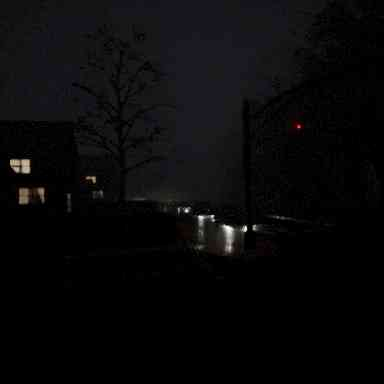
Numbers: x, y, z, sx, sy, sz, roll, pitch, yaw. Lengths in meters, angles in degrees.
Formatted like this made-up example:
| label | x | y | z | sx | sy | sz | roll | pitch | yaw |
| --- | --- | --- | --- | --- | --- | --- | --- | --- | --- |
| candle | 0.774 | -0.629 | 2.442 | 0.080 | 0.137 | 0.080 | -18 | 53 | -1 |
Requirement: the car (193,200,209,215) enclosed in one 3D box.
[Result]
| label | x | y | z | sx | sy | sz | roll | pitch | yaw |
| --- | --- | --- | --- | --- | --- | --- | --- | --- | --- |
| car | 1.345 | 1.752 | 38.216 | 1.837 | 1.490 | 4.892 | -2 | 1 | -11 |

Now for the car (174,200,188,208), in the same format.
| label | x | y | z | sx | sy | sz | roll | pitch | yaw |
| --- | --- | --- | --- | --- | --- | --- | --- | --- | --- |
| car | -1.880 | 1.933 | 56.304 | 1.895 | 1.301 | 4.718 | -2 | 0 | -10 |

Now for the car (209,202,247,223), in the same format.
| label | x | y | z | sx | sy | sz | roll | pitch | yaw |
| --- | --- | --- | --- | --- | --- | --- | --- | --- | --- |
| car | 3.195 | 1.680 | 28.021 | 1.882 | 1.535 | 5.008 | -2 | 0 | -10 |
